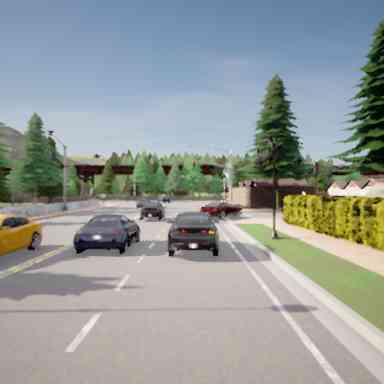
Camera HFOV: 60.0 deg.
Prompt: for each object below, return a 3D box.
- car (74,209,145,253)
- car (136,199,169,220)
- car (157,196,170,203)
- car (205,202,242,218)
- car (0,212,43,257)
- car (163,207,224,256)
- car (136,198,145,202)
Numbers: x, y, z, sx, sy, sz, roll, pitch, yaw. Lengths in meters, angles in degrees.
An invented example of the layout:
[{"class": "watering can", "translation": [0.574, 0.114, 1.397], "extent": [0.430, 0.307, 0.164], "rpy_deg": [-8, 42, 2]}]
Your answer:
[{"class": "car", "translation": [-3.437, 1.632, 14.110], "extent": [1.994, 1.385, 4.181], "rpy_deg": [0, 0, 0]}, {"class": "car", "translation": [-3.436, 1.650, 29.697], "extent": [1.837, 1.490, 4.892], "rpy_deg": [0, 0, 0]}, {"class": "car", "translation": [-6.751, 1.653, 77.270], "extent": [2.097, 1.767, 4.553], "rpy_deg": [0, 0, -27]}, {"class": "car", "translation": [2.757, 1.619, 30.452], "extent": [1.882, 1.535, 5.008], "rpy_deg": [-2, -1, 36]}, {"class": "car", "translation": [-7.077, 1.534, 11.675], "extent": [1.882, 1.535, 5.008], "rpy_deg": [0, 0, 0]}, {"class": "car", "translation": [0.060, 1.568, 13.444], "extent": [1.837, 1.490, 4.892], "rpy_deg": [0, -1, 0]}, {"class": "car", "translation": [-7.091, 1.743, 49.142], "extent": [1.837, 1.490, 4.892], "rpy_deg": [0, -1, 0]}]
